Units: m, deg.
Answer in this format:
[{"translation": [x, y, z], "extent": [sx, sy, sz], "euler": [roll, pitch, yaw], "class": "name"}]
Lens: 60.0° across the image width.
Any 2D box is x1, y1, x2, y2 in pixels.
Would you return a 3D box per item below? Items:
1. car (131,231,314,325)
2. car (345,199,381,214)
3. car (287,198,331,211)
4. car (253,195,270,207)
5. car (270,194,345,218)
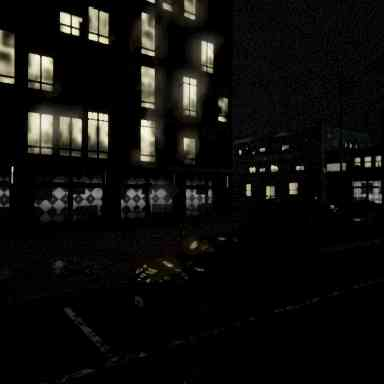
[{"translation": [0.839, 1.566, 7.152], "extent": [4.313, 1.339, 1.947], "euler": [0, 0, -35], "class": "car"}, {"translation": [16.116, 1.372, 32.266], "extent": [1.887, 1.381, 4.507], "euler": [1, 0, -36], "class": "car"}, {"translation": [12.834, 1.340, 36.736], "extent": [1.802, 1.307, 4.206], "euler": [1, 0, -36], "class": "car"}, {"translation": [9.553, 1.130, 41.208], "extent": [1.967, 1.590, 4.097], "euler": [1, 0, -36], "class": "car"}, {"translation": [9.367, 1.101, 27.307], "extent": [2.192, 1.841, 5.009], "euler": [1, 0, -36], "class": "car"}]
